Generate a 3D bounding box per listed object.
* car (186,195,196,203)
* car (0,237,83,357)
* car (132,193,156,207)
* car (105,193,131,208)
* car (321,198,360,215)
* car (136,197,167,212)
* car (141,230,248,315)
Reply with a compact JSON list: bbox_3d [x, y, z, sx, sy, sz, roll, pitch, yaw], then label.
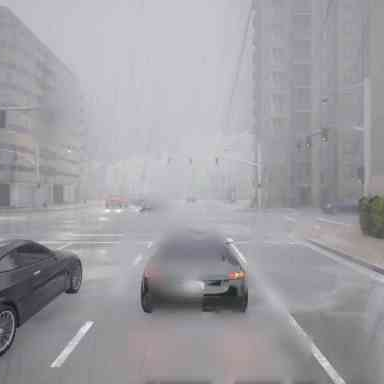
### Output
[{"bbox_3d":[-0.150,1.355,72.566,2.097,1.767,4.553,0,0,0],"label":"car"},{"bbox_3d":[-3.460,1.526,5.848,1.812,1.442,4.674,0,0,0],"label":"car"},{"bbox_3d":[-7.203,1.221,50.638,2.150,2.045,5.566,0,0,0],"label":"car"},{"bbox_3d":[-10.698,1.221,47.506,2.150,2.045,5.566,0,0,0],"label":"car"},{"bbox_3d":[15.514,1.352,33.689,4.553,1.767,2.097,0,0,1],"label":"car"},{"bbox_3d":[-4.329,1.564,38.169,1.994,1.385,4.181,0,0,14],"label":"car"},{"bbox_3d":[0.049,1.564,7.650,1.994,1.385,4.181,0,0,0],"label":"car"}]
